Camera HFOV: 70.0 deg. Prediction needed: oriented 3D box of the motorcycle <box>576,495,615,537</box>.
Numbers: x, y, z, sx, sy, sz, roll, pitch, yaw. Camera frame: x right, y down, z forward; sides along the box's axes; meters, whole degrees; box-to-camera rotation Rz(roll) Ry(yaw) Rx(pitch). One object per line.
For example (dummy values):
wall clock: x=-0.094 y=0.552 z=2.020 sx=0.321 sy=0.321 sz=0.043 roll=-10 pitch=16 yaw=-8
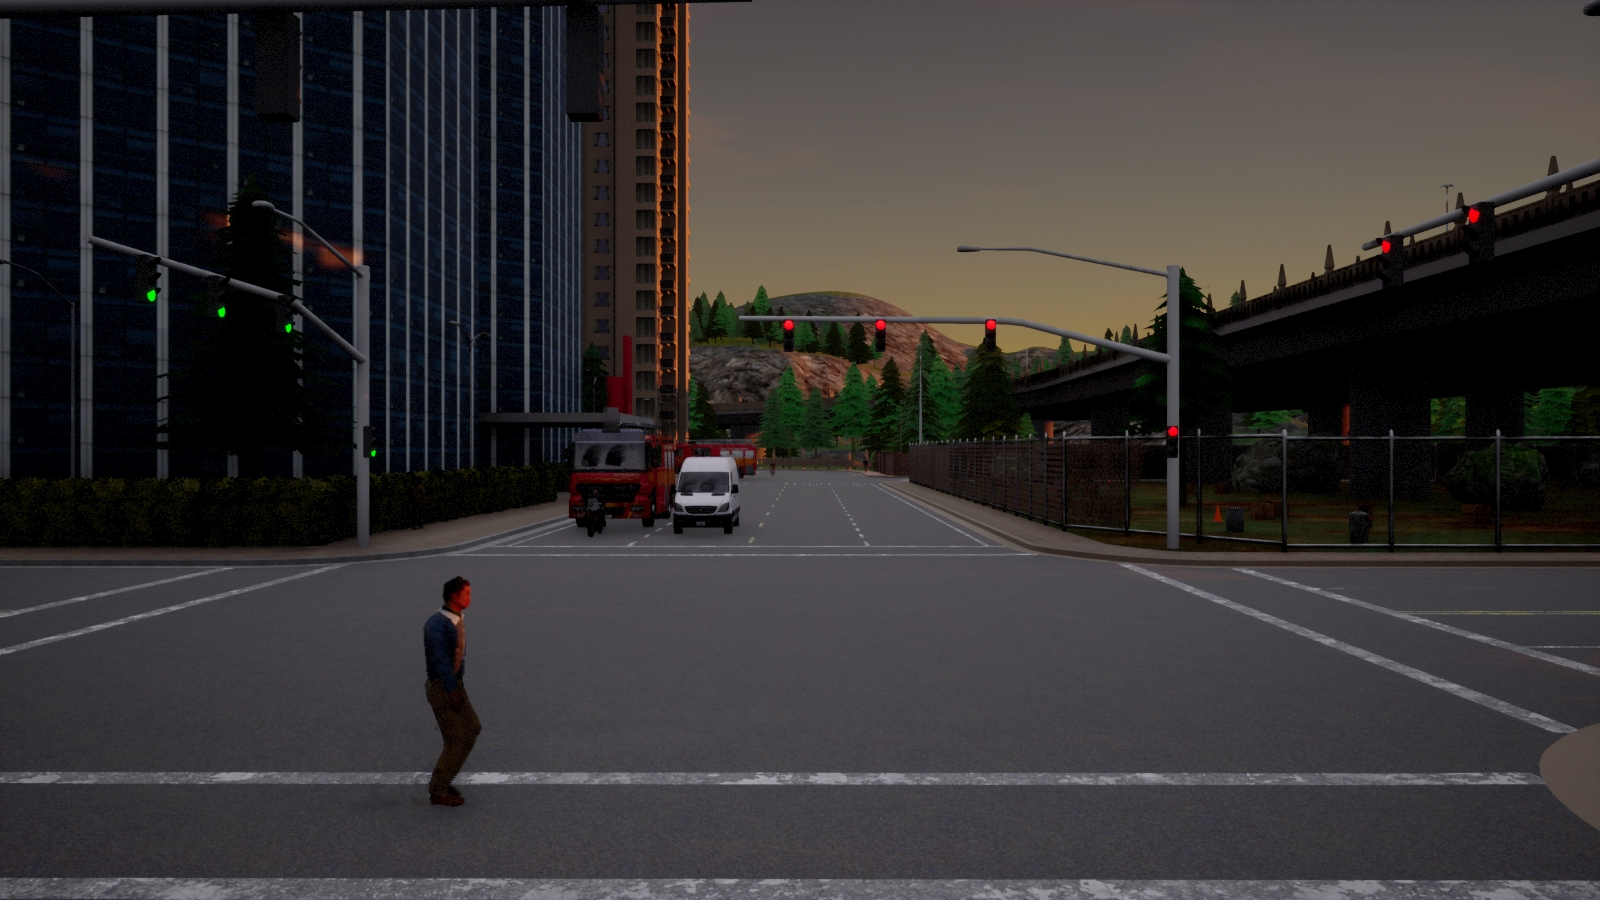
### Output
motorcycle: x=-6.735 y=2.150 z=37.693 sx=0.867 sy=1.251 sz=2.209 roll=0 pitch=0 yaw=0

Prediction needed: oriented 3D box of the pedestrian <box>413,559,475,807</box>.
pedestrian: x=-2.773 y=1.798 z=8.914 sx=0.375 sy=1.860 sz=0.375 roll=0 pitch=0 yaw=-2

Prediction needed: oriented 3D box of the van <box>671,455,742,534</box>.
van: x=-3.226 y=1.479 z=40.346 sx=1.988 sy=2.561 sz=5.915 roll=0 pitch=0 yaw=0

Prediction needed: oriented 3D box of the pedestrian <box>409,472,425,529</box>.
pedestrian: x=-12.513 y=1.642 z=37.333 sx=0.375 sy=1.860 sz=0.375 roll=0 pitch=0 yaw=3

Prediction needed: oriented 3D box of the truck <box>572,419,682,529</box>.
truck: x=-6.445 y=0.835 z=43.975 sx=2.891 sy=3.827 sz=8.468 roll=0 pitch=0 yaw=0
